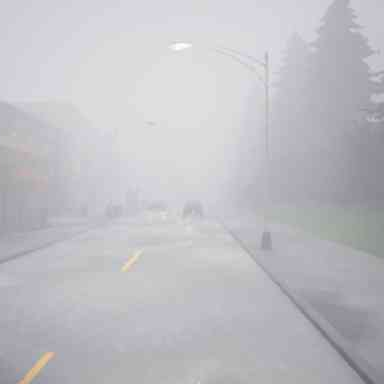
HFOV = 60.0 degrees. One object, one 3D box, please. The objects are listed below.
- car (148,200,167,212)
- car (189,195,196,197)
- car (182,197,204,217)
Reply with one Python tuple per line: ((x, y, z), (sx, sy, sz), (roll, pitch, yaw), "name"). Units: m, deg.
((-4.057, 1.631, 39.794), (1.895, 1.301, 4.718), (0, 0, 0), "car")
((0.129, 1.398, 60.726), (2.097, 1.767, 4.553), (0, 0, 0), "car")
((0.114, 1.529, 31.258), (1.837, 1.490, 4.892), (0, 0, 0), "car")
